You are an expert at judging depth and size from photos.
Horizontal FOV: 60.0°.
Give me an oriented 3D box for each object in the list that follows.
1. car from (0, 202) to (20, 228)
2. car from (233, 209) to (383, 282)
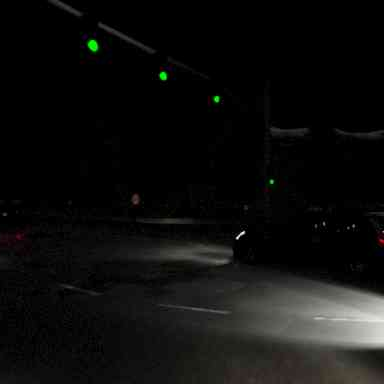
[{"bbox_3d":[-13.498,1.473,22.216,4.553,1.767,2.097,0,0,35],"label":"car"},{"bbox_3d":[3.527,1.366,10.075,4.553,1.767,2.097,0,0,35],"label":"car"}]
